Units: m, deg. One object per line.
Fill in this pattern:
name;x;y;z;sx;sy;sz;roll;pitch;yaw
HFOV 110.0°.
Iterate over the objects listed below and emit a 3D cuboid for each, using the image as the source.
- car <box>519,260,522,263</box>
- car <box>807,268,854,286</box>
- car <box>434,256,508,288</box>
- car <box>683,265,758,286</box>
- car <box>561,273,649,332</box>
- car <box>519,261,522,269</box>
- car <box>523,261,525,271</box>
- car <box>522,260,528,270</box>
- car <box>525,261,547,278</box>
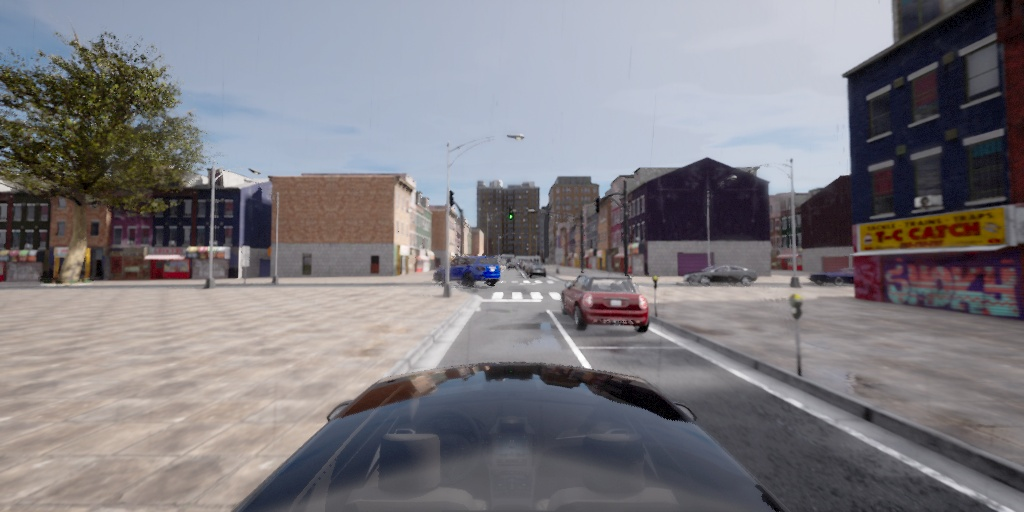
car;2.659;1.822;65.210;1.751;1.417;4.829;0;0;0
car;24.319;1.501;25.872;4.718;1.301;1.895;0;-2;0
car;-3.219;1.099;25.259;5.566;2.045;2.150;-2;-5;44
car;14.998;1.396;25.943;4.902;1.511;2.128;0;-2;0
car;2.643;1.239;11.114;1.967;1.591;4.097;0;0;0
car;2.658;1.793;59.604;1.948;1.339;4.313;0;0;0
car;2.652;1.607;43.294;1.948;1.339;4.313;0;0;0
car;2.654;1.624;48.900;1.751;1.417;4.829;0;0;0
car;2.651;1.554;37.858;1.948;1.339;4.313;0;0;0
